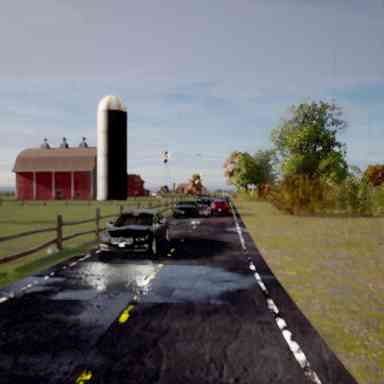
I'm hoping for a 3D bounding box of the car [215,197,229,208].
[{"bbox_3d":[4.265,1.486,46.772,1.837,1.490,4.892,0,-1,7],"label":"car"}]

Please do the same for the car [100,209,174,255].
[{"bbox_3d":[-2.088,1.487,13.279,1.837,1.490,4.892,0,0,5],"label":"car"}]

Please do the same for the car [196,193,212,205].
[{"bbox_3d":[1.858,1.202,50.568,2.150,2.045,5.566,0,0,6],"label":"car"}]

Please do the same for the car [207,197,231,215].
[{"bbox_3d":[2.853,1.500,33.635,1.812,1.442,4.674,0,0,6],"label":"car"}]

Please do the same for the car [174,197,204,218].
[{"bbox_3d":[-0.395,1.446,29.831,1.882,1.535,5.008,0,0,8],"label":"car"}]
